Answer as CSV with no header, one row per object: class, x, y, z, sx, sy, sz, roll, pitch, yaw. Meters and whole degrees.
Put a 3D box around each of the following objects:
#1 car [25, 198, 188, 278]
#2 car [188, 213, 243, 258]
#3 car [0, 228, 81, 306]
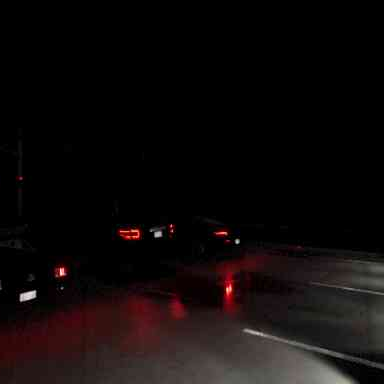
car,-3.075,1.221,10.444,5.566,2.045,2.150,0,0,36
car,-0.310,1.526,12.761,4.674,1.442,1.812,0,0,36
car,-4.773,1.601,7.353,4.718,1.301,1.895,0,0,36
